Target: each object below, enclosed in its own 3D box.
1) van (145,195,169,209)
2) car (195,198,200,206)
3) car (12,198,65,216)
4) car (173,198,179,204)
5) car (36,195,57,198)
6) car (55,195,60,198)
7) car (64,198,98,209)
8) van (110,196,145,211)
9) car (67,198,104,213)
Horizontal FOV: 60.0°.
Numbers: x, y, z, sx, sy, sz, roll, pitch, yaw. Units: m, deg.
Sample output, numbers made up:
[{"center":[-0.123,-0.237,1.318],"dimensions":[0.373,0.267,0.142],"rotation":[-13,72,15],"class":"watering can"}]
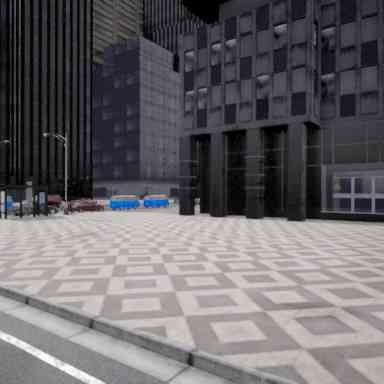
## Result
[{"center":[-4.763,1.325,44.836],"dimensions":[1.690,1.788,3.998],"rotation":[0,0,35],"class":"van"},{"center":[1.821,1.565,54.087],"dimensions":[1.802,1.307,4.206],"rotation":[0,0,35],"class":"car"},{"center":[-14.641,1.544,30.960],"dimensions":[2.008,1.369,4.403],"rotation":[0,0,35],"class":"car"},{"center":[-1.428,1.492,59.469],"dimensions":[1.812,1.442,4.674],"rotation":[0,0,36],"class":"car"},{"center":[-18.294,1.279,40.527],"dimensions":[2.192,1.841,5.009],"rotation":[0,0,35],"class":"car"},{"center":[-14.256,1.495,41.608],"dimensions":[1.812,1.442,4.674],"rotation":[0,0,35],"class":"car"},{"center":[-15.002,1.542,45.153],"dimensions":[1.802,1.307,4.206],"rotation":[0,0,35],"class":"car"},{"center":[-8.055,1.327,40.211],"dimensions":[1.690,1.788,3.998],"rotation":[0,0,35],"class":"van"},{"center":[-11.348,1.571,35.585],"dimensions":[1.802,1.307,4.206],"rotation":[0,0,35],"class":"car"}]
